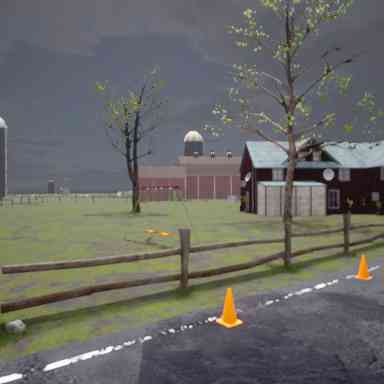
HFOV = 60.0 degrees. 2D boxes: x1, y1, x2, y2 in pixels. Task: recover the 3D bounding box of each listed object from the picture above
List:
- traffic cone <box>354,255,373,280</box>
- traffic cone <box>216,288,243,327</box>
[{"bbox_3d":[4.523,1.972,8.778,0.340,0.580,0.340,0,0,-39],"label":"traffic cone"},{"bbox_3d":[0.646,1.961,5.754,0.340,0.580,0.340,0,0,-37],"label":"traffic cone"}]
